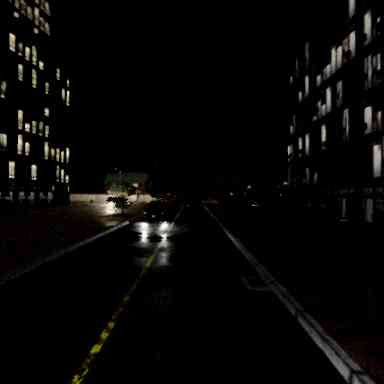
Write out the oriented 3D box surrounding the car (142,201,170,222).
[{"bbox_3d":[-2.844,1.525,26.905,1.837,1.490,4.892,0,0,0],"label":"car"}]
